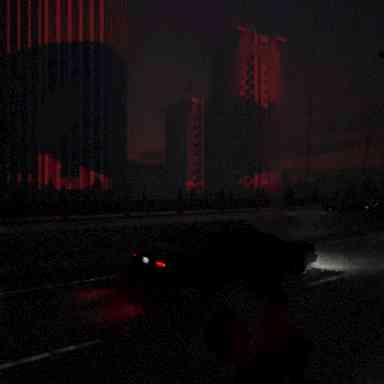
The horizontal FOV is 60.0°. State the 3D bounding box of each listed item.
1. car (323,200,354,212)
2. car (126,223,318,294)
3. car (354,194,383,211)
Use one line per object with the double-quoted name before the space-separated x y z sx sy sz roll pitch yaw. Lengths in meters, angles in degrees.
"car" 16.806 1.598 37.478 4.718 1.301 1.895 0 0 -35
"car" 1.017 1.543 8.772 5.357 1.411 2.033 0 0 -36
"car" 20.036 1.219 35.481 5.566 2.045 2.150 0 0 -35
